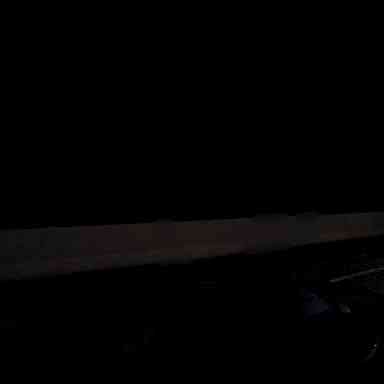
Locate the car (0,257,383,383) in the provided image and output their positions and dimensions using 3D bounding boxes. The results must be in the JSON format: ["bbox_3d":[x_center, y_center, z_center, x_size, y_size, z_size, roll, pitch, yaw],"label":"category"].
[{"bbox_3d":[0.410,1.566,4.052,5.357,1.411,2.033,0,0,-35],"label":"car"}]
